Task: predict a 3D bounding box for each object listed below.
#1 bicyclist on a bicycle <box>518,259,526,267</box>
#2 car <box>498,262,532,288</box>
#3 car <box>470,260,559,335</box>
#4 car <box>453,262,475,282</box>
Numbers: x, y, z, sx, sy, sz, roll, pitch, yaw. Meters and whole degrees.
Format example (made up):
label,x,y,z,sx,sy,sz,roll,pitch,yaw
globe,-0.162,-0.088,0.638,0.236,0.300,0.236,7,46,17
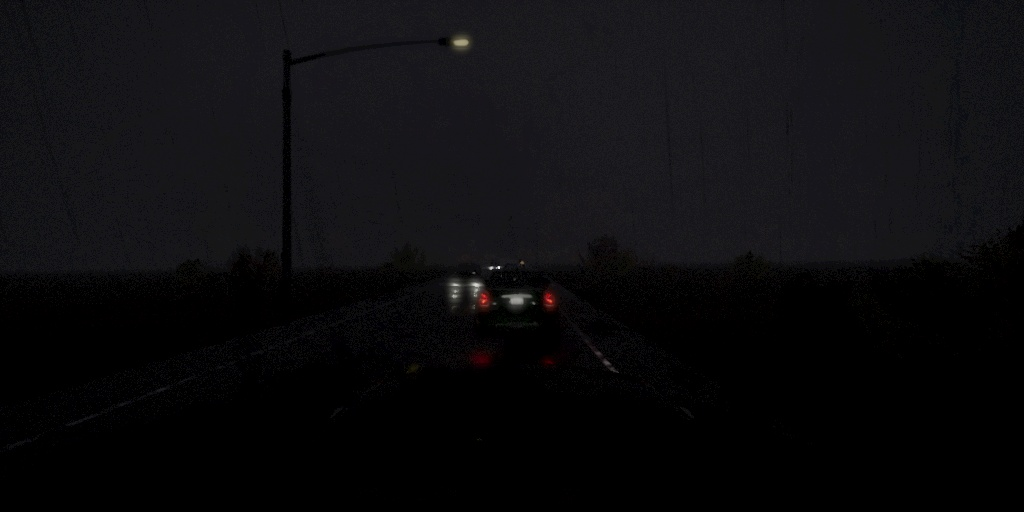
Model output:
label,x,y,z,sx,sy,sz,roll,pitch,yaw
bicyclist on a bicycle,1.075,1.207,37.914,0.866,1.612,1.509,0,0,1
car,0.179,1.254,24.961,2.128,1.511,4.902,0,0,0
car,0.128,1.107,10.694,2.097,1.767,4.553,0,0,0
car,-3.505,1.242,28.962,1.882,1.535,5.008,0,0,0
